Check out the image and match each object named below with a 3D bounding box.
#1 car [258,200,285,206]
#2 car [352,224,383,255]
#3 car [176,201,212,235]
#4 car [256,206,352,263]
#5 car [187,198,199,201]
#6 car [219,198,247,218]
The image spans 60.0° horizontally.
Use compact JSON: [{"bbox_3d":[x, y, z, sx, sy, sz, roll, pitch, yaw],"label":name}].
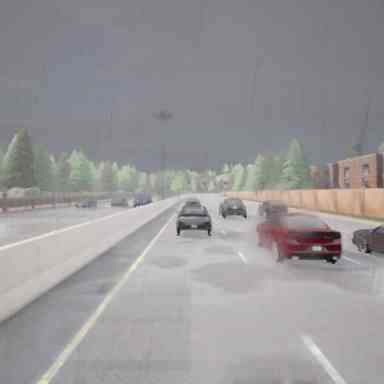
[{"bbox_3d":[7.104,1.506,29.469,1.837,1.490,4.892,0,0,0],"label":"car"},{"bbox_3d":[7.095,1.549,10.451,2.033,1.411,5.357,0,0,0],"label":"car"},{"bbox_3d":[0.103,1.492,18.895,2.128,1.511,4.902,0,0,0],"label":"car"},{"bbox_3d":[3.602,1.478,12.070,1.882,1.535,5.008,0,0,0],"label":"car"},{"bbox_3d":[0.106,1.505,39.822,1.837,1.490,4.892,0,0,0],"label":"car"},{"bbox_3d":[3.605,1.353,30.168,2.097,1.767,4.553,0,0,0],"label":"car"}]
